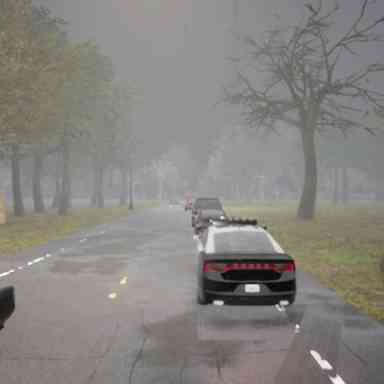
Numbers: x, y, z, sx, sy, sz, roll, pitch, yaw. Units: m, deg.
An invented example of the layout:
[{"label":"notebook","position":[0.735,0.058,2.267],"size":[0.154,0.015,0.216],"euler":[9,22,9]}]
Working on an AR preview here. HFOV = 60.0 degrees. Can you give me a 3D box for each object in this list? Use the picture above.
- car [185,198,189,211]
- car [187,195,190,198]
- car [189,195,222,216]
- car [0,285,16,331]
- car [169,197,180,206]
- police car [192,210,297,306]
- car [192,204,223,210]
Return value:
[{"label":"car","position":[0.003,1.865,45.355],"size":[1.994,1.385,4.181],"euler":[0,0,0]},{"label":"car","position":[-0.014,1.631,59.803],"size":[2.150,2.045,5.566],"euler":[0,0,0]},{"label":"car","position":[1.044,1.379,24.273],"size":[2.150,2.045,5.566],"euler":[0,0,0]},{"label":"car","position":[-3.600,1.619,2.816],"size":[1.895,1.301,4.718],"euler":[0,0,0]},{"label":"car","position":[-3.517,1.817,67.078],"size":[2.097,1.767,4.553],"euler":[0,0,0]},{"label":"police car","position":[1.048,1.478,8.349],"size":[1.930,1.638,5.238],"euler":[0,0,0]},{"label":"car","position":[1.045,1.621,18.242],"size":[1.837,1.490,4.892],"euler":[0,0,0]}]
